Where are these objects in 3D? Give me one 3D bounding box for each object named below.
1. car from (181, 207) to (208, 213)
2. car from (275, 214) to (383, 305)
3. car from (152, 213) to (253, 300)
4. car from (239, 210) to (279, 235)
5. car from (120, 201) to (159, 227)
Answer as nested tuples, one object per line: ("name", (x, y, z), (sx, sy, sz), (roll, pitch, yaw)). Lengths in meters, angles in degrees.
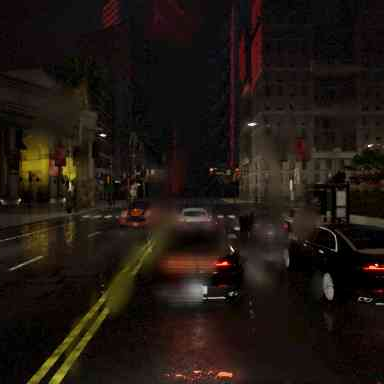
("car", (0.118, 1.525, 17.478), (1.812, 1.442, 4.674), (0, 0, 0))
("car", (3.623, 1.505, 8.050), (1.837, 1.490, 4.892), (0, 0, 0))
("car", (0.120, 1.505, 8.378), (1.837, 1.490, 4.892), (0, 0, 0))
("car", (3.622, 1.601, 17.372), (1.895, 1.301, 4.718), (0, 0, 0))
("car", (-3.472, 1.405, 22.706), (2.097, 1.767, 4.553), (0, 0, 0))
